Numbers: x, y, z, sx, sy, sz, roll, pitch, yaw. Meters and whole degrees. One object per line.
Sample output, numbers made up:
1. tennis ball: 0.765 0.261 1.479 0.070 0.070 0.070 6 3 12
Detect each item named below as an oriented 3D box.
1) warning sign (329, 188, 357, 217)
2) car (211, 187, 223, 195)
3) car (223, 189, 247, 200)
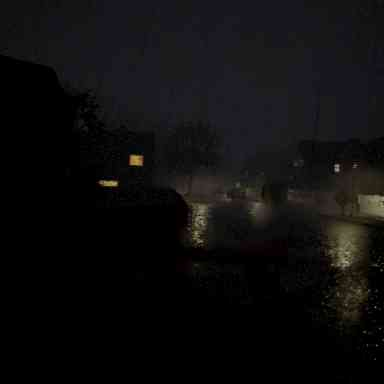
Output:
1. warning sign: 10.218 0.695 22.566 1.300 1.860 1.060 -1 -1 -5
2. car: 4.737 -0.206 61.472 2.033 1.411 5.357 2 2 -5
3. car: 6.029 0.298 45.251 2.033 1.411 5.357 2 2 -5
